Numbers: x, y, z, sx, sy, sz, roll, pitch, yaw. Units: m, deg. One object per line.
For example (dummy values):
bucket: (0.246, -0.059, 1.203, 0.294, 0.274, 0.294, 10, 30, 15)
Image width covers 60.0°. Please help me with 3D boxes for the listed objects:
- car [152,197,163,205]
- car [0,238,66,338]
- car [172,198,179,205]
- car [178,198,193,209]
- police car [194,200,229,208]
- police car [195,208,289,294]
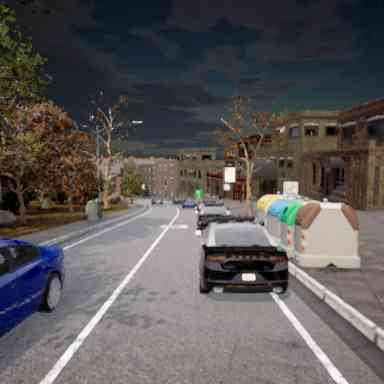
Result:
car: (-6.506, 1.704, 62.328, 2.128, 1.511, 4.902, -1, 0, -12)
car: (-3.567, 1.489, 4.898, 1.882, 1.535, 5.008, 0, 0, 1)
car: (-2.507, 1.729, 61.163, 1.895, 1.301, 4.718, -1, 0, -12)
car: (-0.457, 1.659, 47.541, 1.994, 1.385, 4.181, -1, 0, -6)
police car: (1.212, 1.470, 19.058, 1.930, 1.638, 5.238, 0, 0, 1)
police car: (1.121, 1.447, 9.009, 1.930, 1.638, 5.238, 0, 0, 1)
